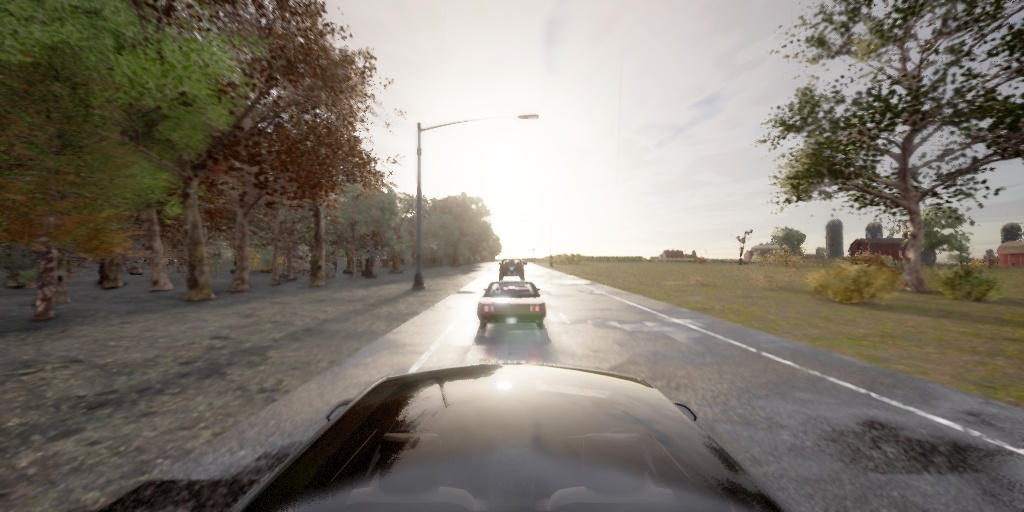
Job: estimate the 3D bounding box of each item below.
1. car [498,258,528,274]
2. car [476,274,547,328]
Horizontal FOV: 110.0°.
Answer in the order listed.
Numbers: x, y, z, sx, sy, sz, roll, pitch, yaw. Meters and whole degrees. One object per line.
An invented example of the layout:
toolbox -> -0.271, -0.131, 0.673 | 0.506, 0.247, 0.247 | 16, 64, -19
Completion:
car -> -0.016, 1.157, 31.826 | 2.150, 2.045, 5.566 | 0, 0, 0
car -> -0.008, 1.415, 11.587 | 1.895, 1.301, 4.718 | 0, 0, 0
